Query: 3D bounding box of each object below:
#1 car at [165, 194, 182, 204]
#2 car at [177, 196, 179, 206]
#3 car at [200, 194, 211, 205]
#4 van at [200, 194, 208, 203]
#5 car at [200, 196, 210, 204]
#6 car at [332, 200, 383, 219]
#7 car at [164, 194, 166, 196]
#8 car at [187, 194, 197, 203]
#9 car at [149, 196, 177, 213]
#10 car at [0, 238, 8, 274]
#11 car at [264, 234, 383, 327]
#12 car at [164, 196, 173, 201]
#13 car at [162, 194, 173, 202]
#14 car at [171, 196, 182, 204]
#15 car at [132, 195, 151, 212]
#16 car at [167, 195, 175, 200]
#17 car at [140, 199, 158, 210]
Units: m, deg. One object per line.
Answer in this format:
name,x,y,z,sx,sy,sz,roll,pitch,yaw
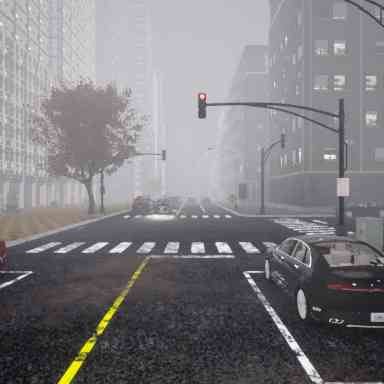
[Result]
car,-3.156,1.516,56.438,1.882,1.535,5.008,0,0,0
car,-3.157,1.629,46.352,1.895,1.301,4.718,0,0,0
car,2.611,1.610,61.402,1.947,1.339,4.313,0,0,0
van,2.596,1.402,72.449,1.690,1.788,3.998,0,0,0
car,2.604,1.577,67.095,1.752,1.417,4.829,0,0,0
car,13.392,1.350,26.343,4.403,1.369,2.008,-1,1,-1
car,-5.784,1.626,72.439,1.947,1.339,4.313,0,0,0
car,-0.088,1.602,68.630,2.033,1.411,5.357,0,0,0
car,-3.146,1.510,37.116,2.128,1.511,4.902,0,0,0
car,-5.701,1.545,6.913,1.887,1.381,4.507,0,0,0
car,2.680,1.551,6.923,2.008,1.369,4.403,0,0,0
car,-5.798,1.631,83.484,2.008,1.369,4.403,0,0,0
car,-5.792,1.385,77.961,2.192,1.841,5.009,0,0,0
car,-3.111,1.530,66.925,1.882,1.535,5.008,0,0,0
car,-5.742,1.336,39.301,2.192,1.841,5.009,0,0,0
car,-5.812,1.654,94.529,2.008,1.369,4.403,0,0,0
car,-5.749,1.592,44.824,1.947,1.339,4.313,0,0,0
